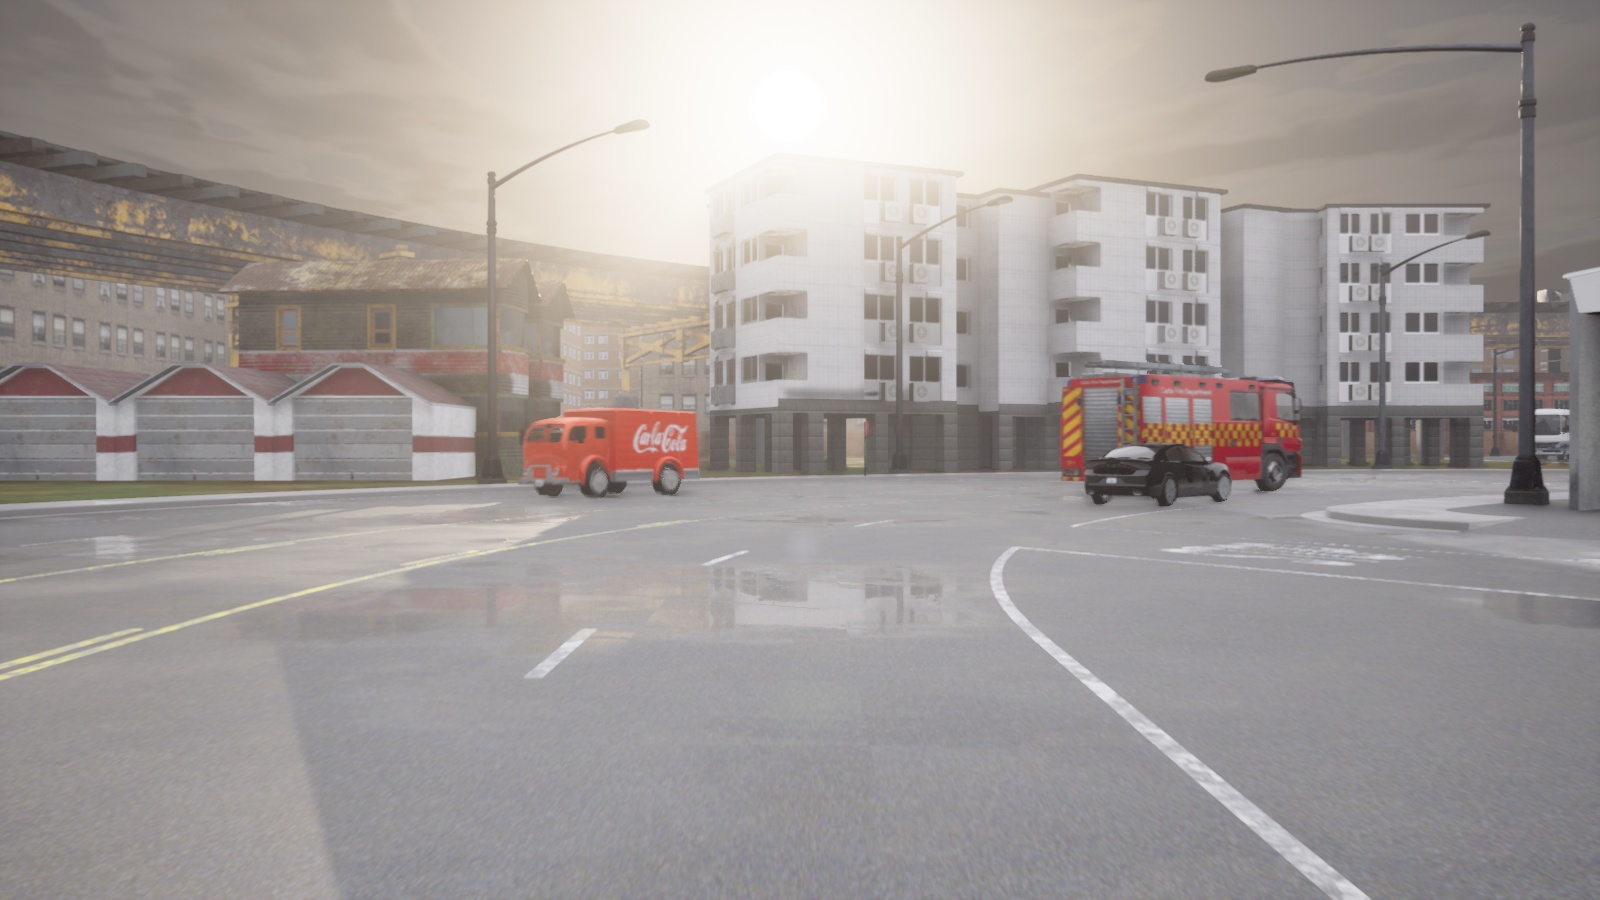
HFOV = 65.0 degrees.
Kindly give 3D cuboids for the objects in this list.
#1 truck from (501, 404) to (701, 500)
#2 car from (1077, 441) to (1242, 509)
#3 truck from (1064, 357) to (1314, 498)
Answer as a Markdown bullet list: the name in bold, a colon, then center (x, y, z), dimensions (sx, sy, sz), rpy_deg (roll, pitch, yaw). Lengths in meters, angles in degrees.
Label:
- **truck**: center (-5.507, 0.060, 35.404), dimensions (2.627, 2.467, 5.204), rpy_deg (0, 0, 36)
- **car**: center (8.884, 0.558, 30.730), dimensions (1.882, 1.535, 5.008), rpy_deg (0, 0, 42)
- **truck**: center (11.859, -0.622, 37.810), dimensions (8.468, 3.827, 2.891), rpy_deg (0, 0, -38)
